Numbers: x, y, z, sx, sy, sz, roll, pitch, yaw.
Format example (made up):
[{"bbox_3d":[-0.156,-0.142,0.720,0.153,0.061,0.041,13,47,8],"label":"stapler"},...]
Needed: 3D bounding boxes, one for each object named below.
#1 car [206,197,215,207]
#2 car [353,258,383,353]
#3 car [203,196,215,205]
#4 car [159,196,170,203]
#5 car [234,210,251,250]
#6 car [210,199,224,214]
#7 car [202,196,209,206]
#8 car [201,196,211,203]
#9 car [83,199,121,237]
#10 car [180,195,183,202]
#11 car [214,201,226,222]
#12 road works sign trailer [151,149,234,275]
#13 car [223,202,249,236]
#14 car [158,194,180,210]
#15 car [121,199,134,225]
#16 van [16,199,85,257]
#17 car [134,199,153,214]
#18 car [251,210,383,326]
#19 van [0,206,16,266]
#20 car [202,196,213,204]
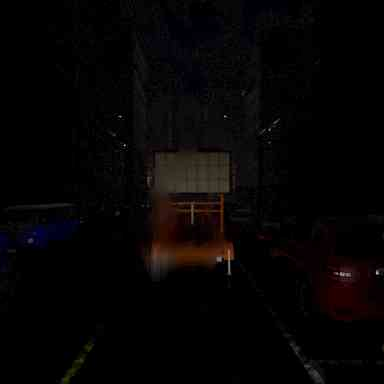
[{"bbox_3d":[2.883,1.532,34.926,2.008,1.369,4.403,-1,0,0],"label":"car"},{"bbox_3d":[2.852,1.525,1.581,1.752,1.417,4.829,-1,0,0],"label":"car"},{"bbox_3d":[2.903,1.485,57.439,1.752,1.417,4.829,-1,0,0],"label":"car"},{"bbox_3d":[-5.631,1.490,68.446,1.887,1.381,4.507,-1,0,0],"label":"car"},{"bbox_3d":[2.863,1.577,12.582,1.802,1.307,4.206,-1,0,0],"label":"car"},{"bbox_3d":[2.878,1.551,29.340,1.947,1.339,4.313,-1,0,0],"label":"car"},{"bbox_3d":[2.898,1.517,51.684,2.008,1.369,4.403,-1,0,0],"label":"car"},{"bbox_3d":[2.914,1.527,68.441,1.802,1.307,4.206,-1,0,0],"label":"car"},{"bbox_3d":[-5.669,1.307,18.175,2.192,1.841,5.009,-1,0,0],"label":"car"},{"bbox_3d":[-2.953,1.431,72.767,2.128,1.511,4.902,0,0,0],"label":"car"},{"bbox_3d":[2.873,1.555,23.754,1.947,1.339,4.313,-1,0,0],"label":"car"},{"bbox_3d":[0.011,0.461,10.400,2.380,3.560,2.880,0,0,0],"label":"road works sign trailer"},{"bbox_3d":[2.867,1.517,18.339,1.752,1.417,4.829,-1,0,0],"label":"car"},{"bbox_3d":[-3.073,1.196,43.113,2.150,2.045,5.566,0,0,0],"label":"car"},{"bbox_3d":[-5.664,1.429,23.760,1.967,1.590,4.097,-1,0,0],"label":"car"},{"bbox_3d":[-5.672,1.336,12.589,1.690,1.788,3.998,-1,0,0],"label":"van"},{"bbox_3d":[-5.656,1.421,34.931,1.967,1.590,4.097,-1,0,0],"label":"car"},{"bbox_3d":[2.854,1.313,6.997,2.192,1.841,5.009,-1,0,0],"label":"car"},{"bbox_3d":[-5.676,1.339,7.003,1.690,1.788,3.998,-1,0,0],"label":"van"},{"bbox_3d":[2.909,1.518,62.856,1.947,1.339,4.313,-1,0,0],"label":"car"}]
